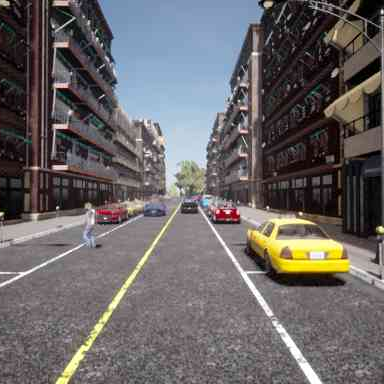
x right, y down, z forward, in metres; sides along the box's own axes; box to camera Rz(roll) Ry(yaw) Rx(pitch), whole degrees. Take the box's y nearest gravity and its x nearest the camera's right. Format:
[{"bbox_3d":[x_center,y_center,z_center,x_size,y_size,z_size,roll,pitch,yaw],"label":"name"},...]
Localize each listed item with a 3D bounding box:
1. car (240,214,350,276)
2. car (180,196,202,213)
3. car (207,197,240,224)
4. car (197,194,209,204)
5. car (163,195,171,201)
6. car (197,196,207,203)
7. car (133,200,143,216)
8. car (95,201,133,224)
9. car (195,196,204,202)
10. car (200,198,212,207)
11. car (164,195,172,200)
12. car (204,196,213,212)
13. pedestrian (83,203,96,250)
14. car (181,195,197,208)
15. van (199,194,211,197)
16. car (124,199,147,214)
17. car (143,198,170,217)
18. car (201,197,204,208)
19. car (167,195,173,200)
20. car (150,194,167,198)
[{"bbox_3d":[2.901,1.459,10.341,1.801,1.575,5.366,0,0,-1],"label":"car"},{"bbox_3d":[-0.273,1.502,37.116,2.128,1.511,4.902,0,0,0],"label":"car"},{"bbox_3d":[2.464,1.448,24.906,1.967,1.590,4.097,1,0,-1],"label":"car"},{"bbox_3d":[2.081,1.344,64.535,2.192,1.841,5.009,1,0,-1],"label":"car"},{"bbox_3d":[-6.521,1.571,86.970,1.752,1.417,4.829,1,0,-1],"label":"car"},{"bbox_3d":[2.023,1.598,70.197,1.947,1.339,4.313,1,0,-1],"label":"car"},{"bbox_3d":[-5.971,1.535,30.356,1.752,1.417,4.829,1,0,-1],"label":"car"},{"bbox_3d":[-5.918,1.552,24.865,1.887,1.381,4.507,1,0,-1],"label":"car"},{"bbox_3d":[1.913,1.592,81.520,2.008,1.369,4.403,1,0,-1],"label":"car"},{"bbox_3d":[2.187,1.603,53.212,1.802,1.307,4.206,1,0,-1],"label":"car"},{"bbox_3d":[-6.577,1.595,92.800,1.887,1.381,4.507,1,0,-1],"label":"car"},{"bbox_3d":[2.409,1.450,30.566,1.967,1.590,4.097,1,0,-1],"label":"car"},{"bbox_3d":[-3.987,1.298,12.922,0.375,1.860,0.375,1,-1,-4],"label":"pedestrian"},{"bbox_3d":[-0.408,1.369,47.962,2.097,1.767,4.553,0,0,0],"label":"car"},{"bbox_3d":[2.245,1.358,47.551,1.690,1.788,3.998,1,0,-1],"label":"van"},{"bbox_3d":[-6.026,1.537,36.017,1.752,1.417,4.829,1,0,-1],"label":"car"},{"bbox_3d":[-3.401,1.573,31.248,1.994,1.385,4.181,0,0,-1],"label":"car"},{"bbox_3d":[2.352,1.562,36.228,2.008,1.369,4.403,1,0,-1],"label":"car"},{"bbox_3d":[-6.467,1.592,81.477,2.008,1.369,4.403,1,0,-1],"label":"car"},{"bbox_3d":[-6.244,1.340,58.832,2.192,1.841,5.009,1,0,-1],"label":"car"}]
